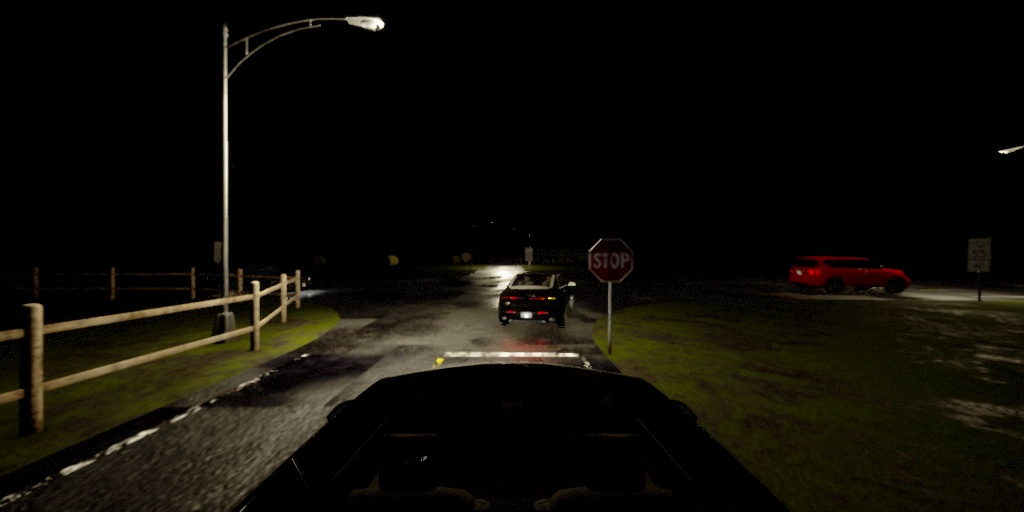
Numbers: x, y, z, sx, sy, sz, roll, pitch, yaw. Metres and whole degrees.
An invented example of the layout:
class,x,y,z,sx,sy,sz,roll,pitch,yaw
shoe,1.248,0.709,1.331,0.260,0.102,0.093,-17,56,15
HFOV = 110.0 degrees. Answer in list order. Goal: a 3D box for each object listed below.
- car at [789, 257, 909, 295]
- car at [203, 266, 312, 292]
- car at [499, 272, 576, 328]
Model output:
class,x,y,z,sx,sy,sz,roll,pitch,yaw
car,19.003,1.060,20.400,5.566,2.045,2.150,0,1,0
car,-14.400,1.255,20.386,5.357,1.411,2.033,0,1,3
car,0.920,1.249,11.562,1.837,1.490,4.892,0,0,13
